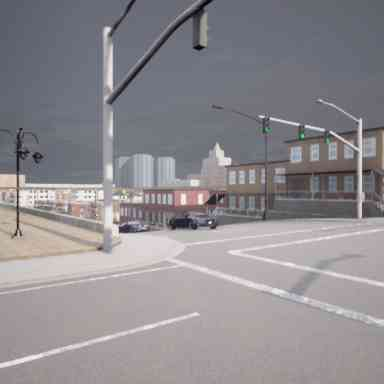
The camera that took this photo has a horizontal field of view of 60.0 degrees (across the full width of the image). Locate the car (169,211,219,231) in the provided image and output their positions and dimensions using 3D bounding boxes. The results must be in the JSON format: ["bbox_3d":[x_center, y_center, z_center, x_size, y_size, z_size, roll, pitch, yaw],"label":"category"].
[{"bbox_3d":[0.042,2.052,24.162,1.994,1.385,4.181,0,-4,-36],"label":"car"}]

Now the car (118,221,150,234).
[{"bbox_3d":[-5.824,3.503,32.132,1.812,1.442,4.674,0,-12,-37],"label":"car"}]
